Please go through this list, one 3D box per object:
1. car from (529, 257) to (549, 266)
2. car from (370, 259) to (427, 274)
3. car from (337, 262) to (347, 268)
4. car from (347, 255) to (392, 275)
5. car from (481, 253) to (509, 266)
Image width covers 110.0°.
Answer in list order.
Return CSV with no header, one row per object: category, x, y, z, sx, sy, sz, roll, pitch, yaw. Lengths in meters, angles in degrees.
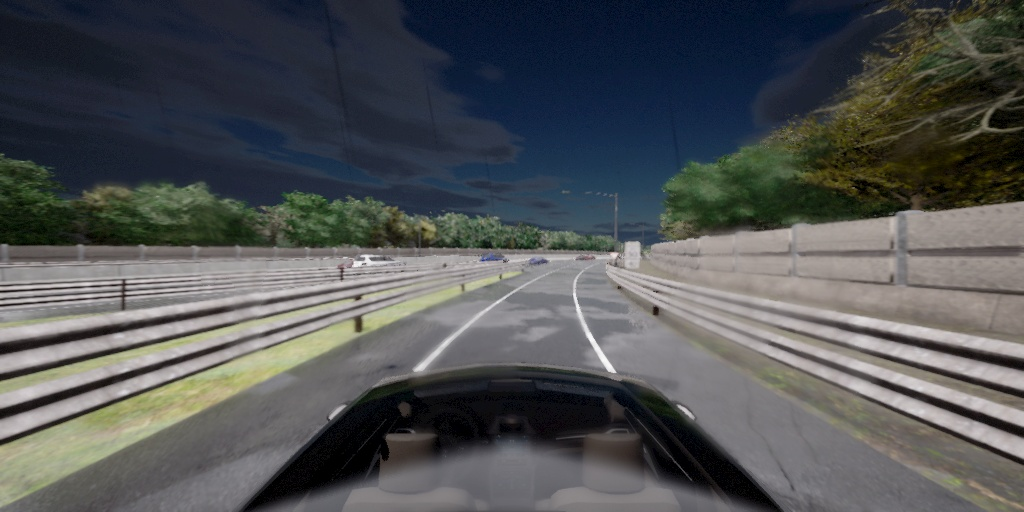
car,4.532,0.830,60.359,1.812,1.442,4.674,0,1,32
car,-10.816,1.278,35.514,2.033,1.411,5.357,1,1,32
car,-16.772,1.188,39.190,1.812,1.442,4.674,1,1,32
car,-13.781,0.904,37.367,2.150,2.045,5.566,1,1,32
car,-2.629,0.593,55.416,2.150,2.045,5.566,1,1,32
